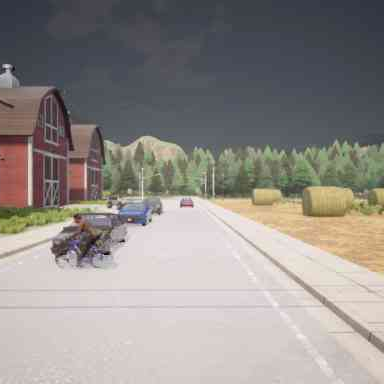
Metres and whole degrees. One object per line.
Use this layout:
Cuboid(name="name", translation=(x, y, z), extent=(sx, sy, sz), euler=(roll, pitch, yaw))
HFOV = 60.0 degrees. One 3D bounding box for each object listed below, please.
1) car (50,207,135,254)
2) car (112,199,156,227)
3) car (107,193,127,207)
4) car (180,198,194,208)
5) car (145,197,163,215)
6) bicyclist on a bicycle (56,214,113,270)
Cuboid(name="car", translation=(-3.814, 1.547, 13.402), extent=(2.033, 1.411, 5.357), euler=(0, 0, -2))
Cuboid(name="car", translation=(-3.940, 1.478, 23.285), extent=(1.882, 1.535, 5.008), euler=(0, 0, 0))
Cuboid(name="car", translation=(-8.353, 1.144, 38.914), extent=(1.905, 1.878, 3.866), euler=(8, -4, -43))
Cuboid(name="car", translation=(-0.767, 1.562, 48.753), extent=(1.994, 1.385, 4.181), euler=(0, 0, -1))
Cuboid(name="car", translation=(-4.094, 1.352, 33.794), extent=(2.097, 1.767, 4.553), euler=(0, 0, -1))
Cuboid(name="bicyclist on a bicycle", translation=(-3.112, 1.453, 9.578), extent=(1.656, 1.620, 0.582), euler=(-1, 0, -1))
